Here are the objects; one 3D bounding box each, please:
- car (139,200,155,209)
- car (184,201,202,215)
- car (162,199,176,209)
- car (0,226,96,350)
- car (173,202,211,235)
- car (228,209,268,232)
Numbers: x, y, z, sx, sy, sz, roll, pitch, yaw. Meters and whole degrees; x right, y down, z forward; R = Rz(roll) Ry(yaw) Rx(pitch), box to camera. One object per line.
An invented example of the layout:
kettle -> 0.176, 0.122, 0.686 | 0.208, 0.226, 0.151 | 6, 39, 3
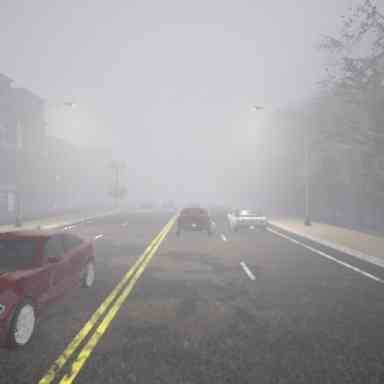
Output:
car -> -6.575, 1.829, 48.957 | 1.895, 1.301, 4.718 | 0, 0, 1
car -> 0.085, 1.779, 37.776 | 1.895, 1.301, 4.718 | 0, 0, 0
car -> -3.321, 1.776, 49.080 | 2.033, 1.411, 5.357 | 0, 0, 1
car -> -3.353, 1.509, 6.468 | 1.882, 1.535, 5.008 | 0, 0, 0
car -> 0.091, 1.571, 19.629 | 1.882, 1.535, 5.008 | 0, 0, 0
car -> 3.341, 1.700, 20.794 | 1.895, 1.301, 4.718 | 0, 0, 0
